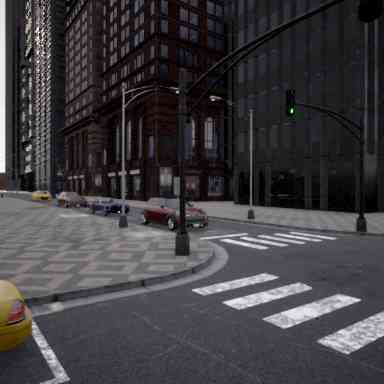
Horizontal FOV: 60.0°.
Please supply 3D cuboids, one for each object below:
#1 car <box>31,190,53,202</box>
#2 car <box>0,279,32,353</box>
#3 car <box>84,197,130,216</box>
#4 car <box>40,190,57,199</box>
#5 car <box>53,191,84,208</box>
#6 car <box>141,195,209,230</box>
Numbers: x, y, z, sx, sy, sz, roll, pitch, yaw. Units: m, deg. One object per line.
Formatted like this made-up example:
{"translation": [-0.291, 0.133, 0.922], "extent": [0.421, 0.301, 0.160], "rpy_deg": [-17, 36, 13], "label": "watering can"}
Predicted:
{"translation": [-21.461, 0.577, 47.270], "extent": [1.882, 1.535, 5.008], "rpy_deg": [0, 1, -35], "label": "car"}
{"translation": [-4.404, 1.525, 3.508], "extent": [4.829, 1.417, 1.752], "rpy_deg": [0, 0, -35], "label": "car"}
{"translation": [-6.708, 1.142, 26.658], "extent": [1.895, 1.301, 4.718], "rpy_deg": [0, 1, -36], "label": "car"}
{"translation": [-24.731, 0.467, 57.116], "extent": [1.812, 1.442, 4.674], "rpy_deg": [0, 1, -35], "label": "car"}
{"translation": [-12.596, 0.712, 34.835], "extent": [2.097, 1.767, 4.553], "rpy_deg": [0, 1, -36], "label": "car"}
{"translation": [-1.066, 1.072, 18.833], "extent": [2.097, 1.767, 4.553], "rpy_deg": [0, 1, -36], "label": "car"}
